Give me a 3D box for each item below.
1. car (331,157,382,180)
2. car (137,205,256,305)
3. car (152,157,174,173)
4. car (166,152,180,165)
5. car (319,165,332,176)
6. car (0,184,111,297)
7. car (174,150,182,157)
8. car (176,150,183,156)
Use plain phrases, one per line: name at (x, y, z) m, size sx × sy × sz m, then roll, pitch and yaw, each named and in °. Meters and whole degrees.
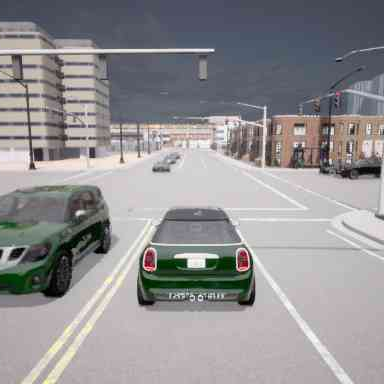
car at (17.064, -2.326, 32.294) m, size 5.566 × 2.045 × 2.150 m, roll 0°, pitch 9°, yaw 1°
car at (0.085, 1.072, 7.698) m, size 2.097 × 1.767 × 4.553 m, roll 0°, pitch 4°, yaw 0°
car at (-3.550, -3.004, 39.174) m, size 1.994 × 1.385 × 4.181 m, roll 0°, pitch 8°, yaw 0°
car at (-3.524, -5.252, 53.705) m, size 2.128 × 1.511 × 4.902 m, roll 0°, pitch 9°, yaw 0°
car at (15.981, -2.506, 35.814) m, size 4.181 × 1.385 × 1.994 m, roll 0°, pitch 9°, yaw 0°
car at (-3.590, 0.910, 8.260) m, size 2.150 × 2.045 × 5.566 m, roll 0°, pitch 4°, yaw 0°
car at (-3.395, -9.723, 83.719) m, size 1.812 × 1.442 × 4.674 m, roll 0°, pitch 9°, yaw 0°
car at (-3.414, -7.485, 68.539) m, size 1.882 × 1.535 × 5.008 m, roll 0°, pitch 9°, yaw 0°
